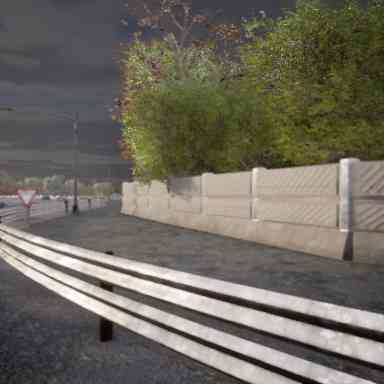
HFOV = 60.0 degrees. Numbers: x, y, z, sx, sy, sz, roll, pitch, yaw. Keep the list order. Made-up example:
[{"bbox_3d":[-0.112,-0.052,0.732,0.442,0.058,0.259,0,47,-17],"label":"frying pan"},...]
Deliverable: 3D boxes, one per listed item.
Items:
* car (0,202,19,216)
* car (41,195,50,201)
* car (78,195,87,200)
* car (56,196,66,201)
[{"bbox_3d":[-17.344,1.598,29.619,2.033,1.411,5.357,0,0,-6],"label":"car"},{"bbox_3d":[-34.802,1.471,79.033,1.837,1.490,4.892,0,0,-26],"label":"car"},{"bbox_3d":[-26.676,1.516,80.967,1.812,1.442,4.674,0,0,-11],"label":"car"},{"bbox_3d":[-31.594,1.533,80.431,1.994,1.385,4.181,0,0,-26],"label":"car"}]
